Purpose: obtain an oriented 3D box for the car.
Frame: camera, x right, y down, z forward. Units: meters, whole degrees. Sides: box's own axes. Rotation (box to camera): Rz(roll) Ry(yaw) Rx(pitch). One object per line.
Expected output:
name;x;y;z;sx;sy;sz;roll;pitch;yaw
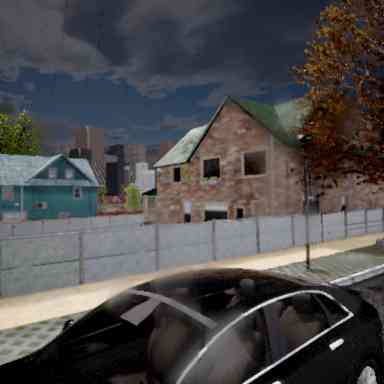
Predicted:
car;0.007;1.578;2.939;4.892;1.490;1.837;0;-2;-41
